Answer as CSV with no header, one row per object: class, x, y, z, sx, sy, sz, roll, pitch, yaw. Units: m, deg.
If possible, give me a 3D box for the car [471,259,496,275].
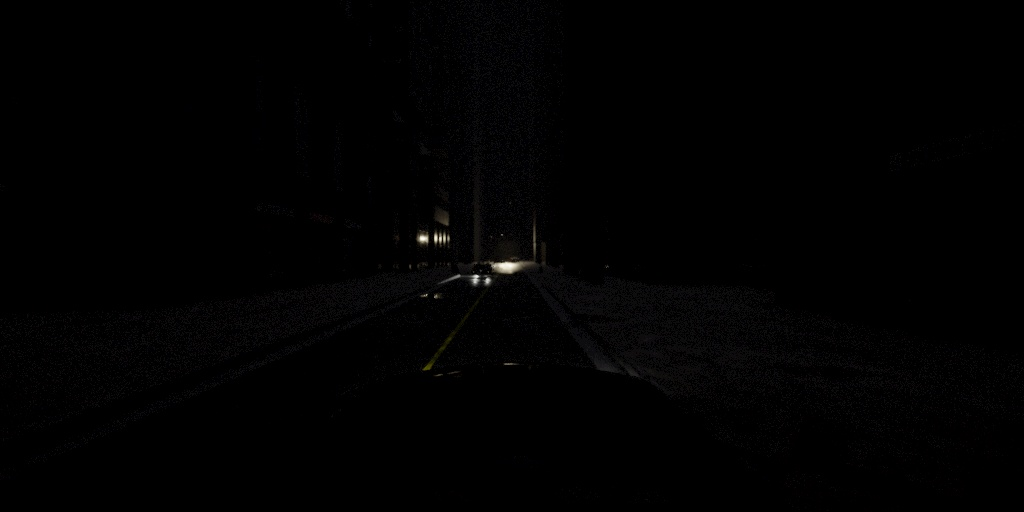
car,-3.075,1.262,37.565,1.994,1.385,4.181,0,0,0
